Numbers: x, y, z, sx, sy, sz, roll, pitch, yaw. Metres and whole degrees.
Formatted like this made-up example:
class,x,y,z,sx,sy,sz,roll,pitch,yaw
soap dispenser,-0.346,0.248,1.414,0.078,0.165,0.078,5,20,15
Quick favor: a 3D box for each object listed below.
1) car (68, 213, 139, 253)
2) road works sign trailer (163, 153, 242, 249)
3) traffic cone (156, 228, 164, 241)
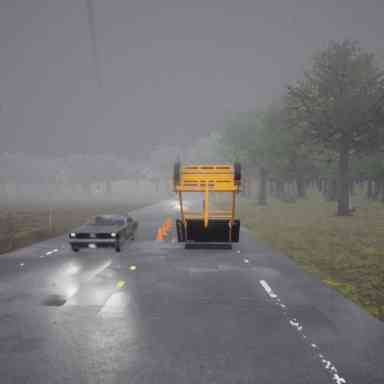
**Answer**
class,x,y,z,sx,sy,sz,roll,pitch,yaw
car,-3.485,1.589,13.885,1.895,1.301,4.718,0,0,0
road works sign trailer,0.548,0.920,11.770,2.380,3.560,2.880,0,45,4
traffic cone,-1.466,1.942,15.322,0.340,0.580,0.340,0,0,0
